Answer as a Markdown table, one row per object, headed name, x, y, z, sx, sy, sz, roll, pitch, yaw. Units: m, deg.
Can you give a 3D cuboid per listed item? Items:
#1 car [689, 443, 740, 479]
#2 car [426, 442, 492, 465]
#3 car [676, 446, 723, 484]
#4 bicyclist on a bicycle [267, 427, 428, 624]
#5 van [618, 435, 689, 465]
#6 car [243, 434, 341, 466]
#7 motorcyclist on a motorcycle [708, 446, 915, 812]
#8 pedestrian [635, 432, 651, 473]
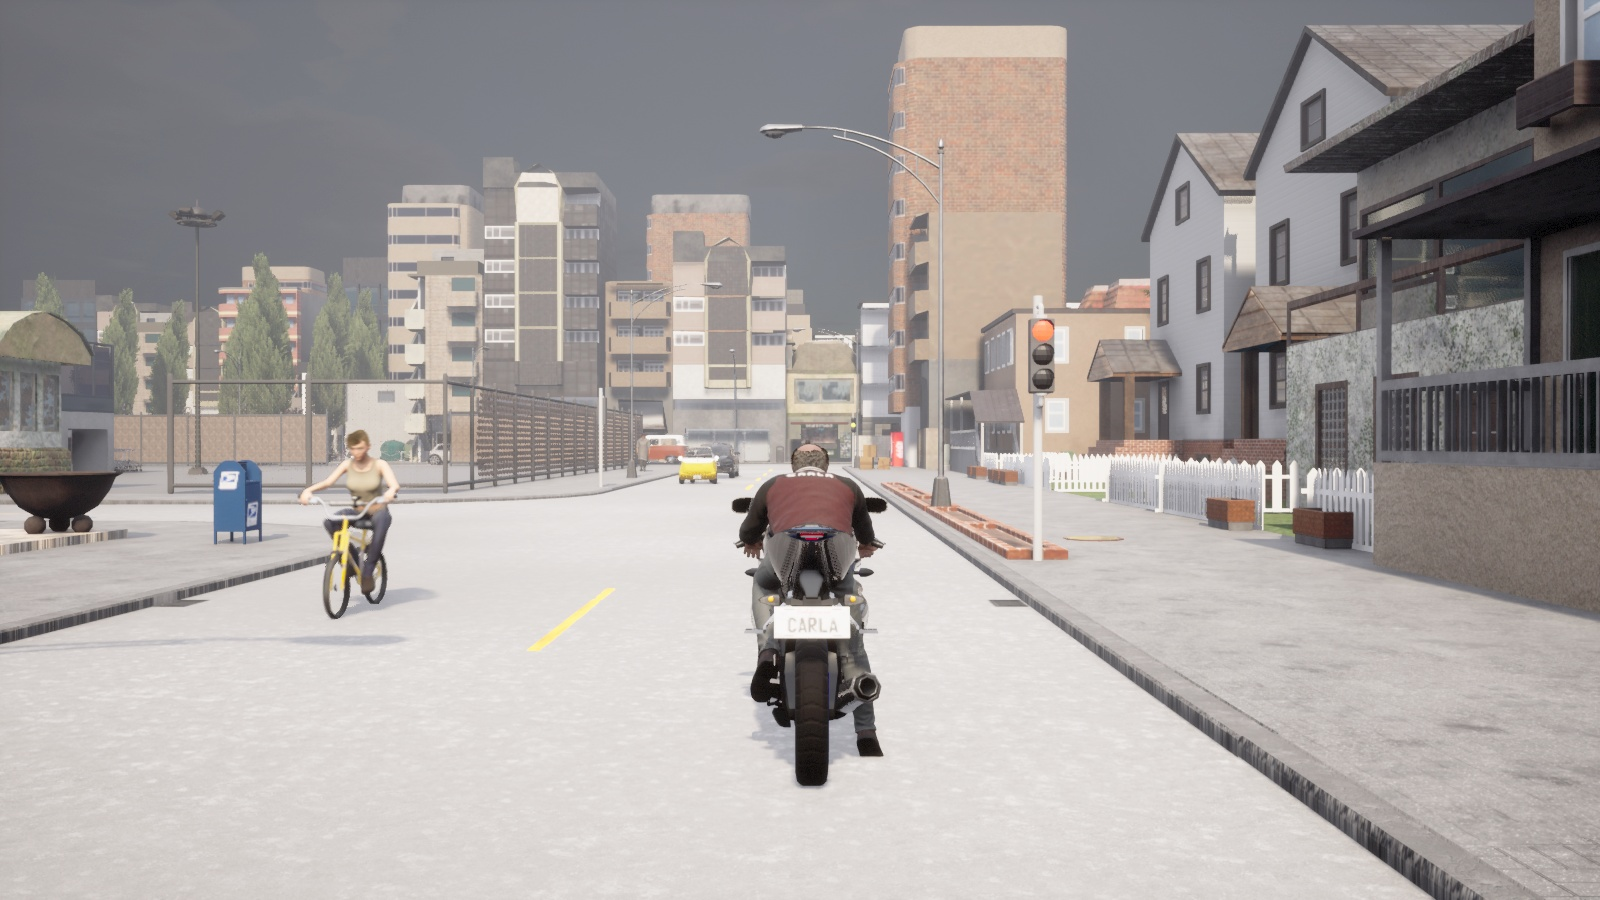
| name | x | y | z | sx | sy | sz | roll | pitch | yaw |
| --- | --- | --- | --- | --- | --- | --- | --- | --- | --- |
| car | -3.660 | 0.441 | 54.512 | 1.837 | 1.490 | 4.892 | 0 | 0 | 1 |
| car | -22.269 | 0.230 | 82.157 | 3.806 | 1.475 | 1.970 | 0 | 0 | 1 |
| car | -3.681 | 0.537 | 46.247 | 1.481 | 1.376 | 2.207 | 0 | 0 | 1 |
| bicyclist on a bicycle | -3.930 | 0.617 | 11.051 | 0.866 | 1.612 | 1.509 | 0 | 0 | 0 |
| van | -10.010 | -0.024 | 86.042 | 4.480 | 2.038 | 2.069 | 0 | 0 | 4 |
| car | -33.218 | -0.025 | 82.226 | 5.566 | 2.045 | 2.150 | 0 | 0 | 1 |
| motorcyclist on a motorcycle | 0.050 | 0.746 | 6.352 | 0.866 | 1.530 | 2.191 | 0 | 0 | 0 |
| pedestrian | -7.601 | 0.107 | 60.858 | 0.659 | 1.952 | 0.873 | 0 | 0 | 2 |
